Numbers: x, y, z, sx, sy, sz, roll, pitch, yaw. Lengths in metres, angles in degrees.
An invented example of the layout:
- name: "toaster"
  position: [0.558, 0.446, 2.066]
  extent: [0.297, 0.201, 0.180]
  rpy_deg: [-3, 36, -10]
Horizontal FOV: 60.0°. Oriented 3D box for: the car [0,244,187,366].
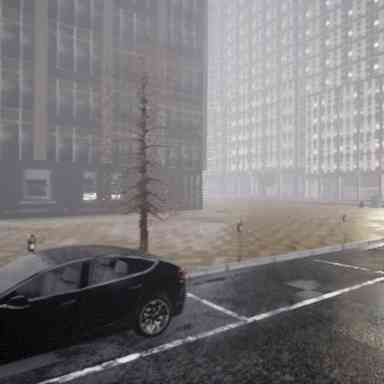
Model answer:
- name: "car"
  position: [-2.079, 1.565, 5.066]
  extent: [4.313, 1.339, 1.947]
  rpy_deg: [0, 1, -35]
